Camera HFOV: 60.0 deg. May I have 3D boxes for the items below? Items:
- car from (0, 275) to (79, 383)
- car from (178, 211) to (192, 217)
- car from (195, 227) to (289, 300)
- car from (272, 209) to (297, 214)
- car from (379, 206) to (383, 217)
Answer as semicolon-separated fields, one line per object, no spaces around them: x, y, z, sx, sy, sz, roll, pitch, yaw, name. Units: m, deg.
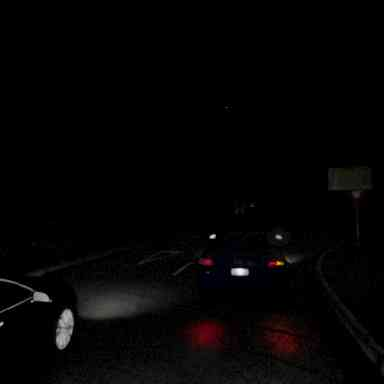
-2.761;1.516;3.230;1.837;1.490;4.892;0;0;4;car
-2.047;6.631;94.722;4.892;1.521;2.231;0;-5;-10;car
1.356;1.585;8.530;1.994;1.385;4.181;-1;-1;12;car
18.239;3.989;65.956;4.718;1.301;1.895;-4;-6;43;car
23.415;2.213;39.123;2.128;1.511;4.902;-1;-2;17;car
